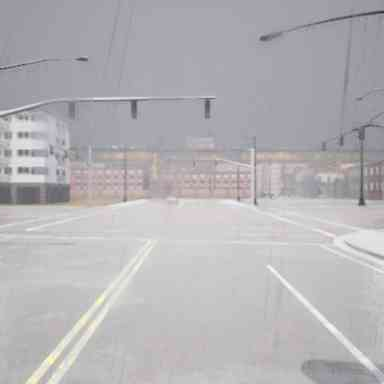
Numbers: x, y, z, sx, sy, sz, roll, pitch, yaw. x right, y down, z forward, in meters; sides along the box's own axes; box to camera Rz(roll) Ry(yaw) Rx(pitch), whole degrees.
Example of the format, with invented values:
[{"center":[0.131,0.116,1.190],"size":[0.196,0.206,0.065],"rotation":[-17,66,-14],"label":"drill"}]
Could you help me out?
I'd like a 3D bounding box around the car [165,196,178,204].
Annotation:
[{"center":[-3.477,1.343,57.622],"size":[1.812,1.442,4.674],"rotation":[0,0,0],"label":"car"}]
